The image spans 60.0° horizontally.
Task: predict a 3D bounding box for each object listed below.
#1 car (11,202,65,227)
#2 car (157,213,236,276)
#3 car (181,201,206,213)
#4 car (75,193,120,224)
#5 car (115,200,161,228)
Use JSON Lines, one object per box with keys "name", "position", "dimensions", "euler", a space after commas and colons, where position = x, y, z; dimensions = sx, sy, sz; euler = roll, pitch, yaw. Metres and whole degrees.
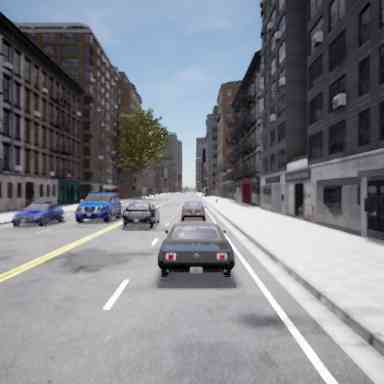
{"name": "car", "position": [-9.838, 1.413, 21.715], "dimensions": [1.812, 1.442, 4.674], "euler": [0, 0, 0]}
{"name": "car", "position": [0.108, 1.545, 10.078], "dimensions": [1.895, 1.301, 4.718], "euler": [0, 0, 0]}
{"name": "car", "position": [0.111, 1.414, 25.913], "dimensions": [2.033, 1.411, 5.357], "euler": [0, 0, 0]}
{"name": "car", "position": [-6.587, 1.097, 24.040], "dimensions": [2.150, 2.045, 5.566], "euler": [0, 0, 0]}
{"name": "car", "position": [-3.139, 1.380, 21.248], "dimensions": [2.128, 1.511, 4.902], "euler": [0, 0, 0]}
